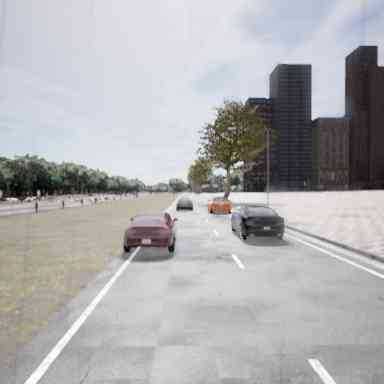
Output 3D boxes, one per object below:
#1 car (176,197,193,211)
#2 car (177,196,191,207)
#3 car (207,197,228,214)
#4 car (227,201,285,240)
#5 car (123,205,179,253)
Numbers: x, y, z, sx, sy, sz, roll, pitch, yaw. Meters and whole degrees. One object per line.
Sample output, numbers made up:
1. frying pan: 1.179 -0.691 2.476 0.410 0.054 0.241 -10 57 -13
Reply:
1. car: -0.863 1.470 39.727 1.994 1.385 4.181 0 0 -1
2. car: -1.153 1.423 49.705 2.033 1.411 5.357 0 0 -1
3. car: 2.785 1.270 34.697 2.097 1.767 4.553 0 0 -2
4. car: 3.178 1.425 16.829 1.882 1.535 5.008 0 0 -1
5. car: -1.575 1.483 13.446 1.812 1.442 4.674 0 0 -1
